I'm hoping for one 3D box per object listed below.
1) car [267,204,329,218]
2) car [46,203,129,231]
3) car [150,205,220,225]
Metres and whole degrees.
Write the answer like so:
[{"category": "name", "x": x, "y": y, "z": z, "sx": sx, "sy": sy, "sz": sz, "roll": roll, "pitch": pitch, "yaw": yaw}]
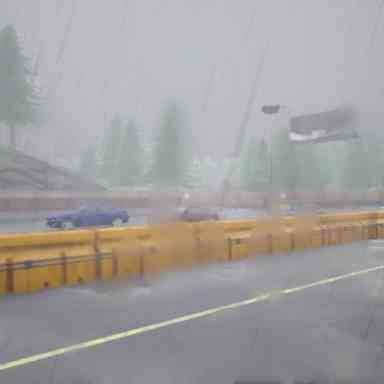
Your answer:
[{"category": "car", "x": 6.903, "y": 1.530, "z": 21.534, "sx": 4.902, "sy": 1.511, "sz": 2.128, "roll": 0, "pitch": 0, "yaw": -35}, {"category": "car", "x": -6.420, "y": 1.498, "z": 20.858, "sx": 5.008, "sy": 1.535, "sz": 1.882, "roll": 0, "pitch": 0, "yaw": -35}, {"category": "car", "x": -0.334, "y": 1.551, "z": 20.830, "sx": 4.674, "sy": 1.442, "sz": 1.812, "roll": 0, "pitch": 0, "yaw": -34}]
